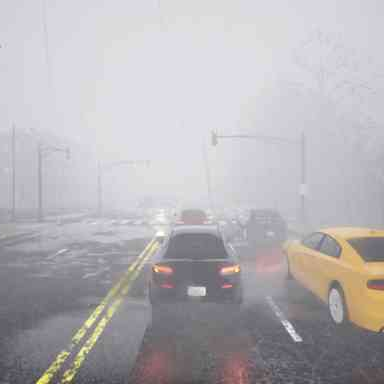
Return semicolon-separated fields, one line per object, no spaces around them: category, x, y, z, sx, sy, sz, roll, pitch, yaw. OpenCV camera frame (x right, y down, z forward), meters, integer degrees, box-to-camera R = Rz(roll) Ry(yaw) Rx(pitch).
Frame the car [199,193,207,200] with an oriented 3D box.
car;2.972;1.154;89.375;2.097;1.767;4.553;0;0;0

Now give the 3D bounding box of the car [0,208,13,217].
car;-19.788;1.762;31.200;5.357;1.411;2.033;-1;1;0

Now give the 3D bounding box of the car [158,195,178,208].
car;-3.490;1.512;49.170;1.812;1.442;4.674;0;0;0

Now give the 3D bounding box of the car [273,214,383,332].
car;3.330;1.476;6.977;1.882;1.535;5.008;0;0;0

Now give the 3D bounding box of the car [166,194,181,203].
car;-3.504;1.505;62.848;1.812;1.442;4.674;0;0;0

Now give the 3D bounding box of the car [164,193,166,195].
car;-6.734;1.199;75.404;2.150;2.045;5.566;0;0;0

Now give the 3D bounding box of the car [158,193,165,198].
car;-6.746;1.457;63.086;1.882;1.535;5.008;0;0;0

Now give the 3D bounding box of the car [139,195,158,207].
car;-6.742;1.463;49.836;1.882;1.535;5.008;0;0;0

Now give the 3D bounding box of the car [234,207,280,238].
car;3.301;1.501;16.434;1.837;1.490;4.892;0;0;0

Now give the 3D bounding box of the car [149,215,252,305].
car;0.076;1.524;7.958;1.812;1.442;4.674;0;0;0

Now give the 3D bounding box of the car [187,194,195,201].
car;-0.248;1.560;79.423;1.895;1.301;4.718;0;0;0

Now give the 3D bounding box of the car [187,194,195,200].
car;-0.278;1.277;89.395;1.882;1.535;5.008;0;0;0

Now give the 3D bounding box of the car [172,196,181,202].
car;-3.491;1.568;77.868;1.895;1.301;4.718;0;0;0

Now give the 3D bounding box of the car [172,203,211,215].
car;0.013;1.522;17.038;1.812;1.442;4.674;0;0;-2

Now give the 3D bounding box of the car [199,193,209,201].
car;3.003;1.504;78.987;2.033;1.411;5.357;0;0;0
